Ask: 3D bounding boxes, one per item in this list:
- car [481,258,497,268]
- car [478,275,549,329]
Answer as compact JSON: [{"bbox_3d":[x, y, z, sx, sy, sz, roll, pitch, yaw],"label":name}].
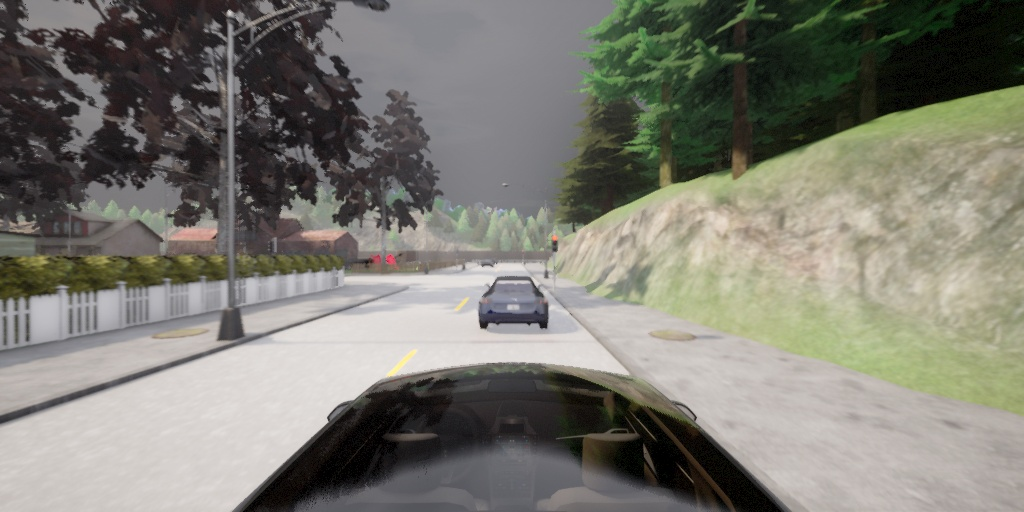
[{"bbox_3d":[-4.031,1.187,59.458,2.033,1.411,5.357,0,0,1],"label":"car"},{"bbox_3d":[0.060,1.294,11.252,1.994,1.385,4.181,0,0,1],"label":"car"}]
